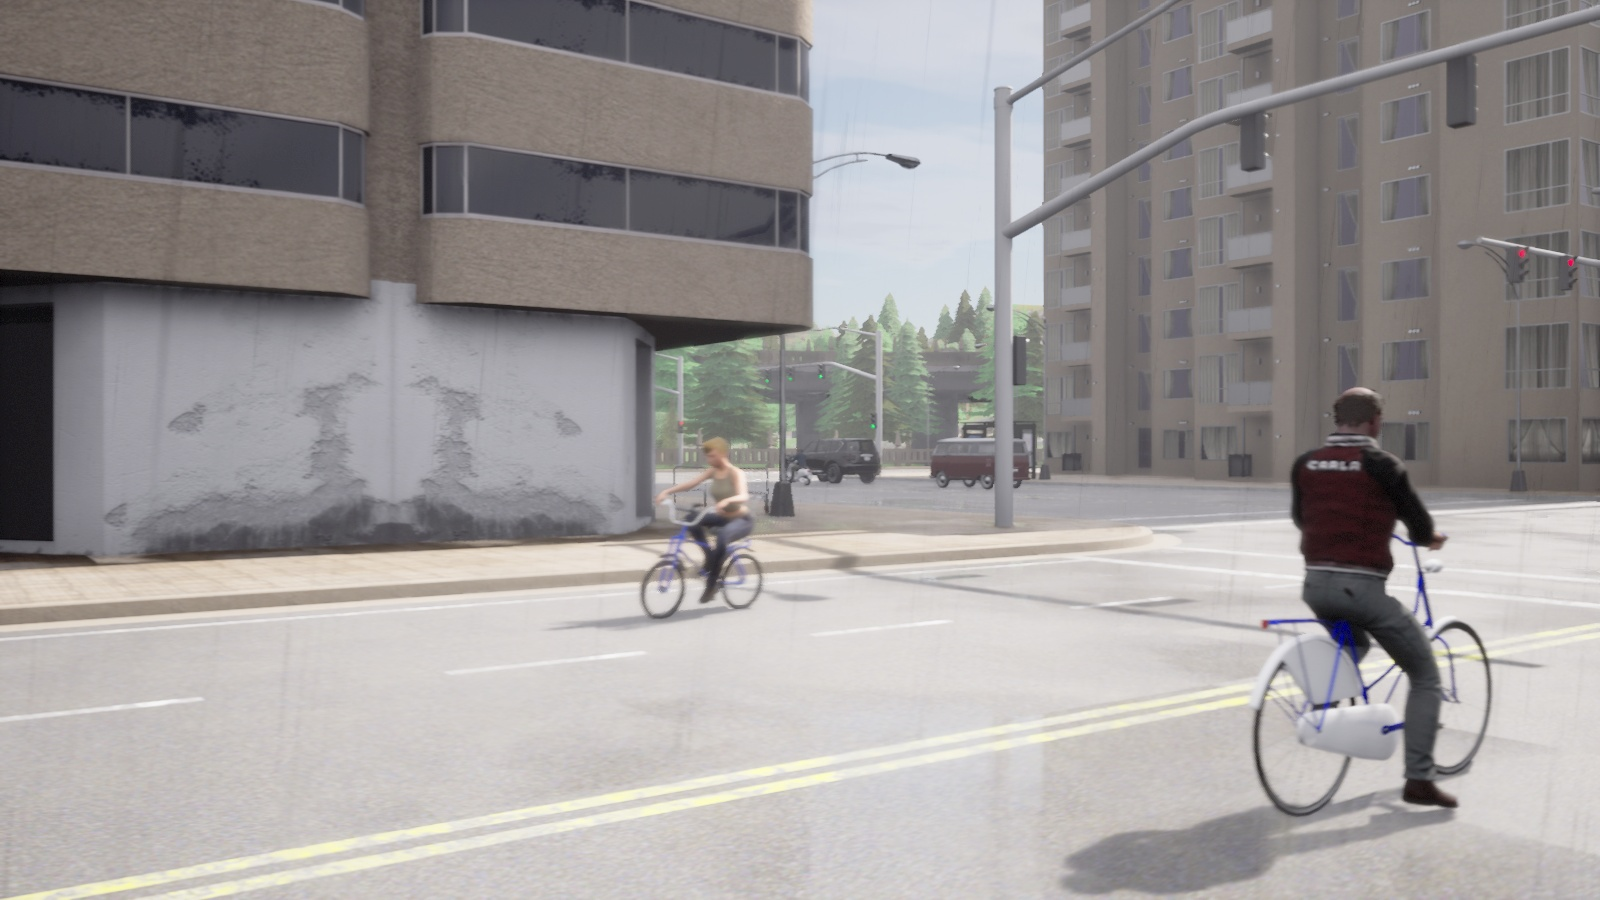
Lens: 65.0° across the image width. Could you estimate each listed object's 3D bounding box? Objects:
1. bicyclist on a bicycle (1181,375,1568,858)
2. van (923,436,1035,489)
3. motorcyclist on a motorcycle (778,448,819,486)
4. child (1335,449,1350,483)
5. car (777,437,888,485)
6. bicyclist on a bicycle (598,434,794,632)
[{"bbox_3d":[2.516,0.606,5.413,1.843,1.776,0.659,-1,0,-35],"label":"bicyclist on a bicycle"},{"bbox_3d":[6.979,0.486,49.385,1.775,1.987,4.442,0,0,-35],"label":"van"},{"bbox_3d":[-0.072,0.724,53.258,0.866,1.590,1.817,0,0,-35],"label":"motorcyclist on a motorcycle"},{"bbox_3d":[20.236,0.605,46.866,0.270,1.263,0.437,0,0,-34],"label":"child"},{"bbox_3d":[1.404,0.484,57.216,2.150,2.045,5.566,0,0,-35],"label":"car"},{"bbox_3d":[-0.926,0.692,11.374,0.866,1.612,1.509,5,4,44],"label":"bicyclist on a bicycle"}]
